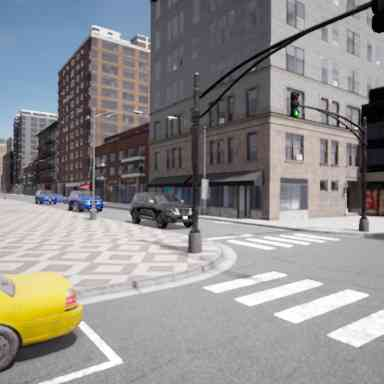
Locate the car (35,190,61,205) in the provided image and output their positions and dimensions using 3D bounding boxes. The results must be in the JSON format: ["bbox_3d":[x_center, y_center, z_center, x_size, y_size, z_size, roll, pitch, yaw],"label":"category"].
[{"bbox_3d":[-21.212,0.742,48.239,2.150,2.045,5.566,1,0,-35],"label":"car"}]

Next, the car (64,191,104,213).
[{"bbox_3d":[-10.670,0.920,33.162,2.150,2.045,5.566,1,0,-35],"label":"car"}]

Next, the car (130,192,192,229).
[{"bbox_3d":[-1.968,1.056,20.849,2.150,2.045,5.566,1,0,-35],"label":"car"}]

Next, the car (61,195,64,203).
[{"bbox_3d":[-16.557,1.122,46.939,1.812,1.442,4.674,1,0,-35],"label":"car"}]

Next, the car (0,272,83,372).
[{"bbox_3d":[-3.880,1.525,3.985,4.829,1.417,1.752,0,1,-36],"label":"car"}]
